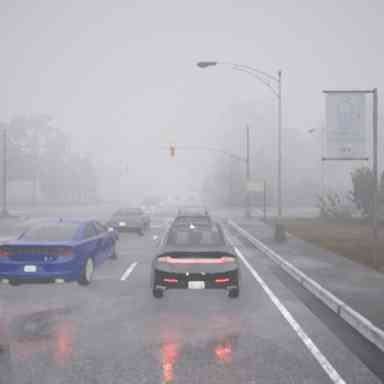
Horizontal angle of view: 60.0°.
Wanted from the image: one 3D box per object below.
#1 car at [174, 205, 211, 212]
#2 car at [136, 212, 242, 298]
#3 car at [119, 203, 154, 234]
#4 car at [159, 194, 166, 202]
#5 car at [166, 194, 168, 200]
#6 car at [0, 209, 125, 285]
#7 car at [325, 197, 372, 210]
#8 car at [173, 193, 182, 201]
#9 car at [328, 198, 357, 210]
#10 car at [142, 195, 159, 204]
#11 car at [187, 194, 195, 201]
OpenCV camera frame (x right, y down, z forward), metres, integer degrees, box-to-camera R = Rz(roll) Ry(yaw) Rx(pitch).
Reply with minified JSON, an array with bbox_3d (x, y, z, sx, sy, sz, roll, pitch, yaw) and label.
[{"bbox_3d":[0.038,1.462,18.004,1.882,1.535,5.008,0,0,0],"label":"car"},{"bbox_3d":[0.073,1.484,8.508,2.128,1.511,4.902,0,0,0],"label":"car"},{"bbox_3d":[-3.464,1.547,18.504,1.994,1.385,4.181,0,0,0],"label":"car"},{"bbox_3d":[-7.251,1.437,71.392,1.837,1.490,4.892,0,0,0],"label":"car"},{"bbox_3d":[-7.306,1.254,86.862,2.097,1.767,4.553,0,0,0],"label":"car"},{"bbox_3d":[-3.432,1.469,9.513,1.882,1.535,5.008,0,0,0],"label":"car"},{"bbox_3d":[19.364,1.454,41.344,4.902,1.511,2.128,0,0,3],"label":"car"},{"bbox_3d":[-3.800,1.395,85.317,1.882,1.535,5.008,0,0,0],"label":"car"},{"bbox_3d":[18.472,1.492,37.887,4.674,1.442,1.812,0,0,3],"label":"car"},{"bbox_3d":[-7.278,1.449,56.614,1.837,1.490,4.892,0,2,0],"label":"car"},{"bbox_3d":[-0.302,1.442,85.713,2.128,1.511,4.902,0,0,0],"label":"car"}]
